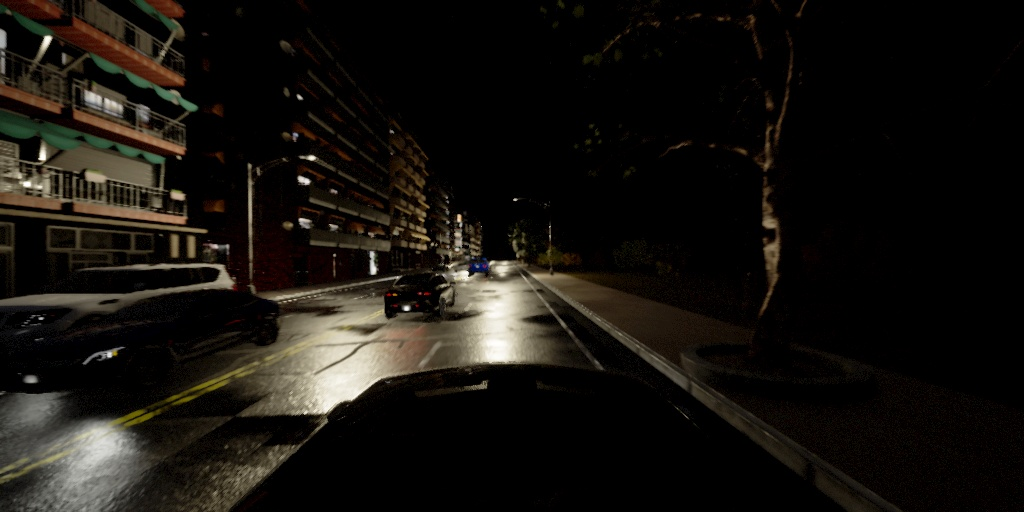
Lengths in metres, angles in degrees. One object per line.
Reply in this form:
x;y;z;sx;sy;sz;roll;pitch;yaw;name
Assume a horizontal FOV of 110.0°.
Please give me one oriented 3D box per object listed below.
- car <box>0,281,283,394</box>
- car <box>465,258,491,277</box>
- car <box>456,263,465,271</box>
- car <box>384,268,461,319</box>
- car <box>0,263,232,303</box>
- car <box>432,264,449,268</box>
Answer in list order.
-6.695;1.452;7.300;1.812;1.442;4.674;-1;0;-1;car
-3.640;1.235;40.387;2.150;2.045;5.566;-1;0;-1;car
-7.119;1.699;52.094;1.812;1.442;4.674;-1;0;-1;car
-3.321;1.386;13.597;1.837;1.490;4.892;-1;0;-1;car
-9.976;1.231;9.347;2.150;2.045;5.566;-1;0;-1;car
-10.367;1.826;52.026;1.895;1.301;4.718;-1;0;-1;car
